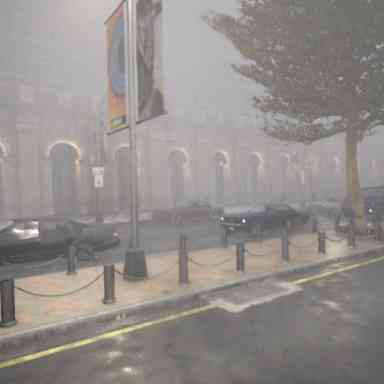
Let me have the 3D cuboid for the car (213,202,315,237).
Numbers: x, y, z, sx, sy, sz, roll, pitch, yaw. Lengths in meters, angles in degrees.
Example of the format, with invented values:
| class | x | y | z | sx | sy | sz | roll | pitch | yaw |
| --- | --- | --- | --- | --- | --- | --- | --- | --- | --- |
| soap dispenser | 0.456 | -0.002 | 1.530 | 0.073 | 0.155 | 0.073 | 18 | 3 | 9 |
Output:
| class | x | y | z | sx | sy | sz | roll | pitch | yaw |
| --- | --- | --- | --- | --- | --- | --- | --- | --- | --- |
| car | 3.592 | 1.283 | 16.230 | 4.718 | 1.301 | 1.895 | -2 | 1 | -35 |

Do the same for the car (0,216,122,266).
| class | x | y | z | sx | sy | sz | roll | pitch | yaw |
| --- | --- | --- | --- | --- | --- | --- | --- | --- | --- |
| car | -4.955 | 1.495 | 10.278 | 5.357 | 1.411 | 2.033 | -2 | 1 | -35 |

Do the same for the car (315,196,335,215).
| class | x | y | z | sx | sy | sz | roll | pitch | yaw |
| --- | --- | --- | --- | --- | --- | --- | --- | --- | --- |
| car | 10.710 | 0.998 | 25.333 | 4.718 | 1.301 | 1.895 | -2 | 1 | -35 |

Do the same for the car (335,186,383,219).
| class | x | y | z | sx | sy | sz | roll | pitch | yaw |
| --- | --- | --- | --- | --- | --- | --- | --- | --- | --- |
| car | 12.402 | 0.630 | 22.350 | 5.566 | 2.045 | 2.150 | -2 | 1 | -35 |

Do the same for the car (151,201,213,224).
| class | x | y | z | sx | sy | sz | roll | pitch | yaw |
| --- | --- | --- | --- | --- | --- | --- | --- | --- | --- |
| car | -0.245 | 1.272 | 21.662 | 4.718 | 1.301 | 1.895 | -2 | 1 | -35 |
